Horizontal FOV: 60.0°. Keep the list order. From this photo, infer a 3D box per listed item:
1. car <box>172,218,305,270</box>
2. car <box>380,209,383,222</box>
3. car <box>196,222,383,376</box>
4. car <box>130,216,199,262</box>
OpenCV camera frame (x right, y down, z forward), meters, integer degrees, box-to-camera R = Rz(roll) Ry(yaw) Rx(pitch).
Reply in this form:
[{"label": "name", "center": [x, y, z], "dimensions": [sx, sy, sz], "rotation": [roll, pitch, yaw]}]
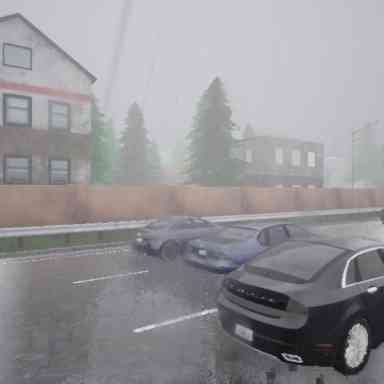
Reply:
[{"label": "car", "center": [2.302, 1.548, 9.688], "dimensions": [5.357, 1.411, 2.033], "rotation": [0, 0, -36]}, {"label": "car", "center": [15.006, 1.479, 23.036], "dimensions": [5.008, 1.535, 1.882], "rotation": [0, 0, -35]}, {"label": "car", "center": [2.623, 1.507, 5.615], "dimensions": [4.892, 1.490, 1.837], "rotation": [-1, 0, -35]}, {"label": "car", "center": [-0.132, 1.565, 12.246], "dimensions": [4.181, 1.385, 1.994], "rotation": [0, 0, -36]}]
